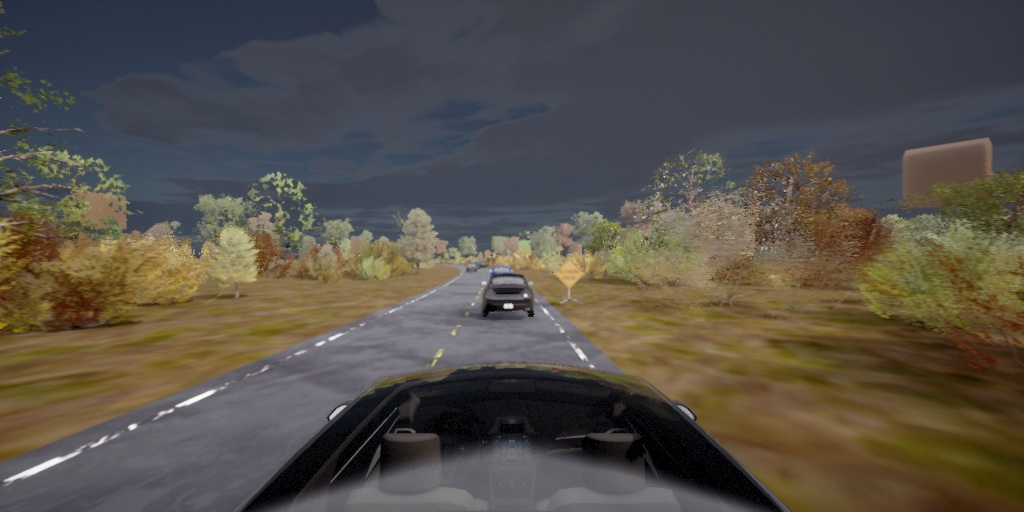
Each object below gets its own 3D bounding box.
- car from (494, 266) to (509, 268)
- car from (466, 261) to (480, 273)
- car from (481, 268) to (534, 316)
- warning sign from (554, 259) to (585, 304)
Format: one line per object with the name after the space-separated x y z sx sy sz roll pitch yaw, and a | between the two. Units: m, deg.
-0.889 1.599 30.389 1.882 1.535 5.008 0 0 -3 | car
-6.730 2.000 60.084 1.882 1.535 5.008 0 -1 -6 | car
-0.168 1.416 14.175 1.837 1.490 4.892 0 0 -1 | car
2.429 1.037 15.250 1.300 1.860 1.060 0 0 -2 | warning sign
